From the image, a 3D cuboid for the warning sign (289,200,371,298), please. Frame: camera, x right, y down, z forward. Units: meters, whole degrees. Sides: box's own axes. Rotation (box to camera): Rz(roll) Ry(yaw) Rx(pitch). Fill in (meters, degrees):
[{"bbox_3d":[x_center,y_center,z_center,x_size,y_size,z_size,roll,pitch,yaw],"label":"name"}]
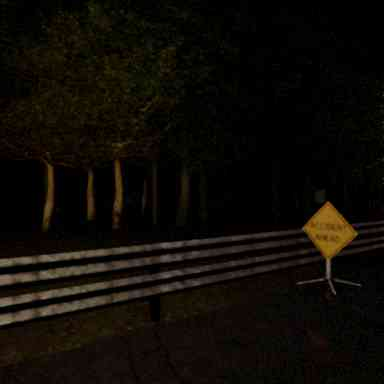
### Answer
[{"bbox_3d":[3.043,1.140,7.388,1.060,1.860,1.300,-1,1,-36],"label":"warning sign"}]
